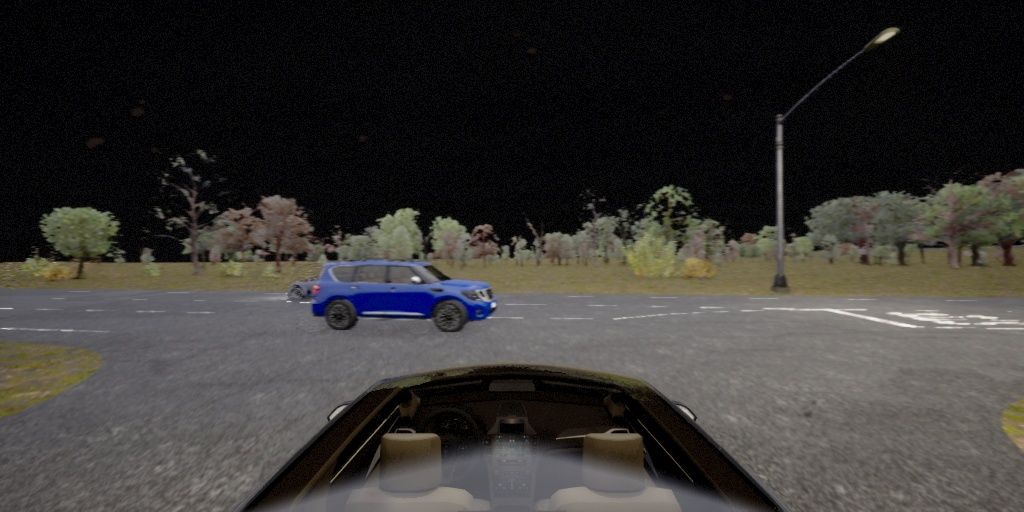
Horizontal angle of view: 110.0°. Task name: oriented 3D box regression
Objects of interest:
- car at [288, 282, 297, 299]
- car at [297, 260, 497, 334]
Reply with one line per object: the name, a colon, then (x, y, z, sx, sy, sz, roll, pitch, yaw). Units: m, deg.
car: (-9.598, 1.562, 19.161, 4.181, 1.385, 1.994, 0, 0, 9)
car: (-3.300, 1.145, 11.126, 5.566, 2.045, 2.150, -1, 0, 9)
